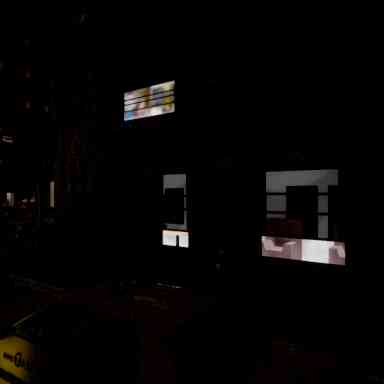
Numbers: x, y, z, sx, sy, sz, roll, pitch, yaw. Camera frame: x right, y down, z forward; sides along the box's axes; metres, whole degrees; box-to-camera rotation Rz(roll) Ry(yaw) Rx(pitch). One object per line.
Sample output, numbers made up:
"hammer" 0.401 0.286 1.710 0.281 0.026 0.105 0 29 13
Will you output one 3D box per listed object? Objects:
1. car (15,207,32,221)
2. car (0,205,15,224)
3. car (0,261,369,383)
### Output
"car" -16.721 1.836 29.250 1.752 1.417 4.829 -1 -2 35
"car" -16.317 1.813 25.272 1.994 1.385 4.181 0 -1 35
"car" -0.825 1.525 3.444 4.829 1.417 1.752 0 0 35
